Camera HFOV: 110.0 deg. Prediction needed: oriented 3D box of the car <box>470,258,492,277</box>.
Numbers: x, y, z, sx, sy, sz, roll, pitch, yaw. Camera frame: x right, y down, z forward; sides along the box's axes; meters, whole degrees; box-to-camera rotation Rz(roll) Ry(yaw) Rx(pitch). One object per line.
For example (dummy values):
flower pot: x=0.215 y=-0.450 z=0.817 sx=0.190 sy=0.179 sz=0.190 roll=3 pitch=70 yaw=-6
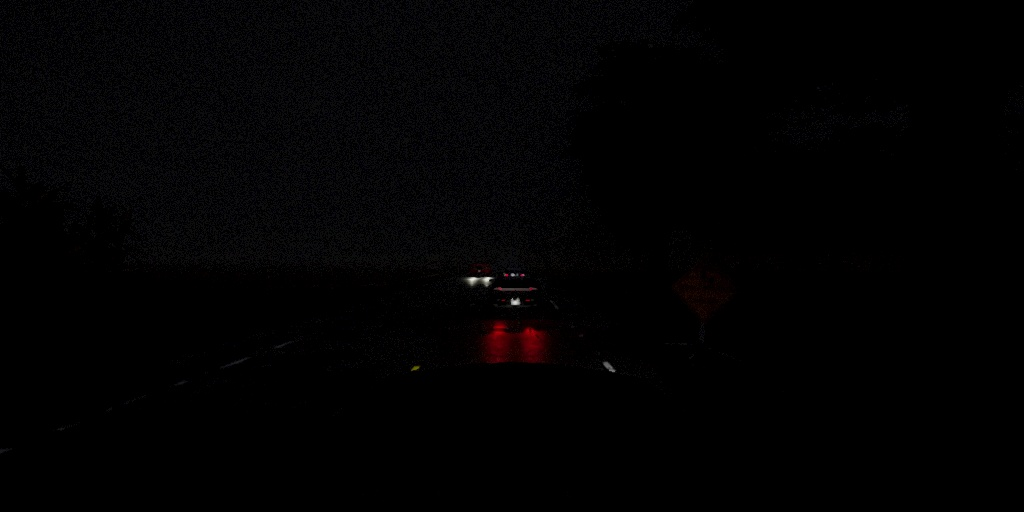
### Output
car: x=-3.442 y=1.268 z=40.704 sx=2.150 sy=2.045 sz=5.566 roll=0 pitch=-1 yaw=0

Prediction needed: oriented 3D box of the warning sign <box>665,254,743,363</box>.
warning sign: x=3.567 y=0.894 z=6.768 sx=1.300 sy=1.860 sz=1.060 roll=0 pitch=0 yaw=0

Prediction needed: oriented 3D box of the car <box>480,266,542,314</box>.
car: x=0.130 y=1.318 z=14.158 sx=2.128 sy=1.511 sz=4.902 roll=0 pitch=0 yaw=0
